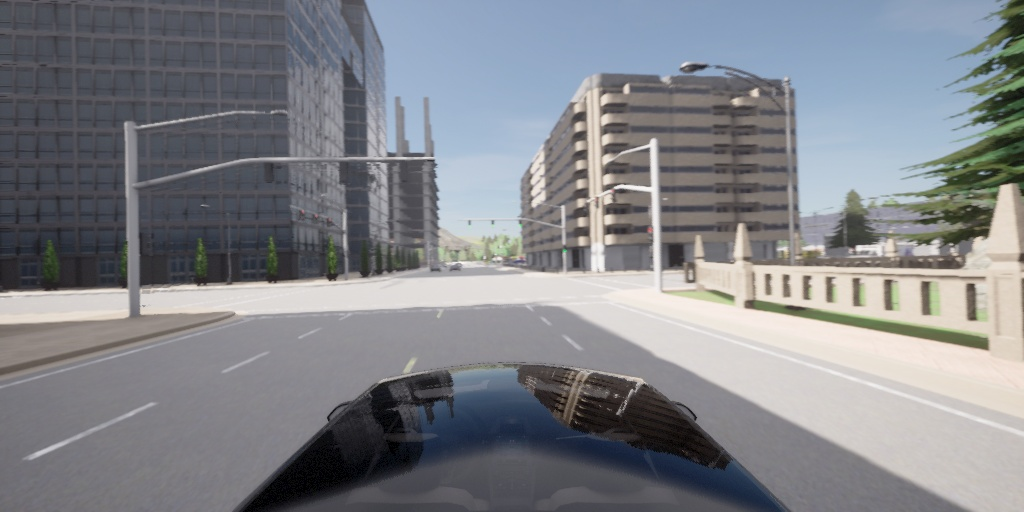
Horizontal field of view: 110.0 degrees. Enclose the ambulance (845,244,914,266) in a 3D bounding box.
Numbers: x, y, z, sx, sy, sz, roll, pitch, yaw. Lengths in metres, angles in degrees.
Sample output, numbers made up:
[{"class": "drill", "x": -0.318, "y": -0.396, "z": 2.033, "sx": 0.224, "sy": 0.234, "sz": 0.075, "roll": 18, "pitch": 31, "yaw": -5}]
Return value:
[{"class": "ambulance", "x": 38.162, "y": 0.076, "z": 37.432, "sx": 6.366, "sy": 2.431, "sz": 2.351, "roll": -2, "pitch": -1, "yaw": -7}]
